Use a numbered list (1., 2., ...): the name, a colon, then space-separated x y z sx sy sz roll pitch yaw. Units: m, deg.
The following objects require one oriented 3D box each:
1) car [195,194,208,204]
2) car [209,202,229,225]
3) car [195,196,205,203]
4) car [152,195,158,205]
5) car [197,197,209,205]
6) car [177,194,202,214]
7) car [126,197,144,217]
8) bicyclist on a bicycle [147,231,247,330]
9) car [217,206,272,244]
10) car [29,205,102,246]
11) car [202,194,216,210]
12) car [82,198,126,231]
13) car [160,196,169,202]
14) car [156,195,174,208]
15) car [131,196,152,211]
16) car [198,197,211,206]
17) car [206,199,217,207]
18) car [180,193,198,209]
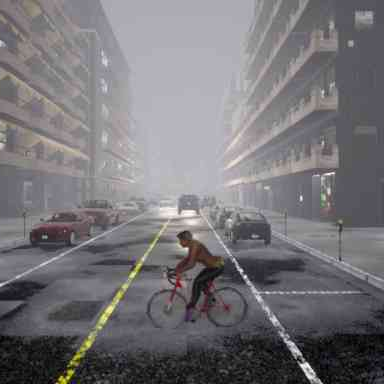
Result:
1. car: 1.833 1.349 65.639 2.192 1.841 5.009 1 0 -1
2. car: 2.434 1.558 21.100 2.008 1.369 4.403 1 0 -1
3. car: 1.755 1.589 71.207 2.008 1.369 4.403 1 0 -1
4. car: -6.399 1.592 54.425 1.947 1.339 4.313 1 0 -1
5. car: 1.906 1.574 60.071 1.887 1.381 4.507 1 0 -1
6. car: -0.351 1.234 35.178 2.150 2.045 5.566 0 0 -1
7. car: -6.095 1.538 31.985 1.752 1.417 4.829 1 0 -1
8. bicyclist on a bicycle: 0.068 1.455 5.452 1.656 1.620 0.582 -2 0 -1
9. car: 2.509 1.556 15.533 2.008 1.369 4.403 1 0 -1
10. car: -5.871 1.550 15.453 1.887 1.381 4.507 1 0 -1
11. car: 2.135 1.334 43.370 2.192 1.841 5.009 1 0 -1
12. car: -5.943 1.322 21.021 2.192 1.841 5.009 1 0 -1
13. car: -6.776 1.629 82.261 1.802 1.307 4.206 1 0 -1
14. car: -3.734 1.548 48.554 1.812 1.442 4.674 0 0 -1
15. car: -6.169 1.331 37.722 2.192 1.841 5.009 1 0 -1
16. car: 1.982 1.577 54.504 2.008 1.369 4.403 1 0 -1
17. car: 2.357 1.535 26.837 1.752 1.417 4.829 1 0 -1
18. car: -0.500 1.242 46.892 2.150 2.045 5.566 0 0 -4
